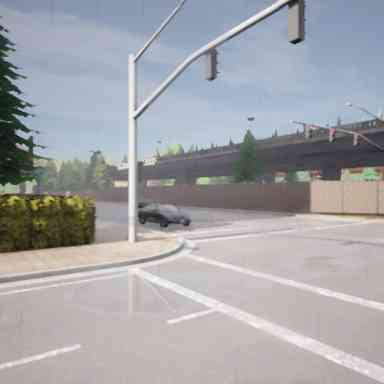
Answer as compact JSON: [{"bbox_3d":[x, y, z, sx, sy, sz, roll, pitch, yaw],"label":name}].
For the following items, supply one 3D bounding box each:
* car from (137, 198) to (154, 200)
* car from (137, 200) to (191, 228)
[{"bbox_3d":[-5.791,1.440,39.734,2.128,1.511,4.902,0,0,-35],"label":"car"},{"bbox_3d":[-1.931,1.473,21.919,1.812,1.442,4.674,0,0,-35],"label":"car"}]
